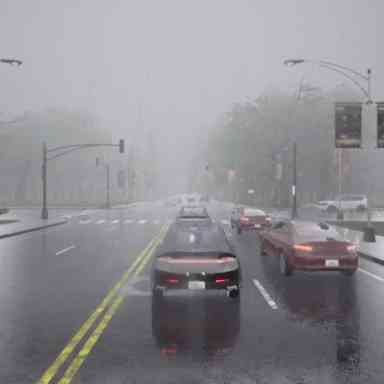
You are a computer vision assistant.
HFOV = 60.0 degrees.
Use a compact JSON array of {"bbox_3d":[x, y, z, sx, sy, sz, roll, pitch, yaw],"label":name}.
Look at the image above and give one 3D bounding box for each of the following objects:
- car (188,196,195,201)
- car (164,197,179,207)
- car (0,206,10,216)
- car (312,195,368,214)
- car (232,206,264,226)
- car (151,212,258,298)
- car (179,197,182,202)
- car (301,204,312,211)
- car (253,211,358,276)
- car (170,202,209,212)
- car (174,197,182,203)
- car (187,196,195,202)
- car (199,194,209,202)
[{"bbox_3d":[-0.189,1.895,92.995,1.994,1.385,4.181,0,-1,0],"label":"car"},{"bbox_3d":[-3.448,1.724,52.821,1.895,1.301,4.718,0,0,0],"label":"car"},{"bbox_3d":[-19.815,1.528,30.550,5.357,1.411,2.033,0,0,-1],"label":"car"},{"bbox_3d":[17.025,1.364,37.607,5.566,2.045,2.150,-1,0,-1],"label":"car"},{"bbox_3d":[3.322,1.540,19.027,1.812,1.442,4.674,0,0,1],"label":"car"},{"bbox_3d":[0.083,1.490,8.498,2.128,1.511,4.902,0,0,0],"label":"car"},{"bbox_3d":[-3.396,1.711,67.976,2.128,1.511,4.902,0,0,0],"label":"car"},{"bbox_3d":[15.871,1.747,40.840,4.718,1.301,1.895,0,0,-1],"label":"car"},{"bbox_3d":[3.326,1.525,10.219,1.812,1.442,4.674,0,0,0],"label":"car"},{"bbox_3d":[0.065,1.504,17.906,2.128,1.511,4.902,0,0,0],"label":"car"},{"bbox_3d":[-3.417,1.905,82.370,1.994,1.385,4.181,0,-1,0],"label":"car"},{"bbox_3d":[-0.166,1.831,82.541,1.882,1.535,5.008,0,-1,0],"label":"car"},{"bbox_3d":[3.084,1.580,82.614,2.150,2.045,5.566,0,-1,0],"label":"car"}]
